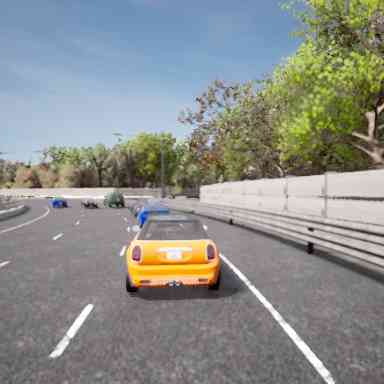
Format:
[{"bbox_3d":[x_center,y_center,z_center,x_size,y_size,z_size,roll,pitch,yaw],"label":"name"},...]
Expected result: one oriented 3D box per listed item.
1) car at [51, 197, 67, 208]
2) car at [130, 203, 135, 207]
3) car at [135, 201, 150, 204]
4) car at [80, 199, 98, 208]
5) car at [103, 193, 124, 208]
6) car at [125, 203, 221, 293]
[{"bbox_3d":[-19.625,1.470,48.907,1.882,1.535,5.008,0,0,-28],"label":"car"},{"bbox_3d":[-4.594,1.538,30.692,2.033,1.411,5.357,0,0,-16],"label":"car"},{"bbox_3d":[-2.560,1.471,22.019,1.882,1.535,5.008,0,0,-12],"label":"car"},{"bbox_3d":[-14.525,1.591,46.613,1.895,1.301,4.718,0,0,-25],"label":"car"},{"bbox_3d":[-11.365,1.210,48.153,2.150,2.045,5.566,0,0,-26],"label":"car"},{"bbox_3d":[-0.570,1.349,9.086,2.097,1.767,4.553,0,0,-5],"label":"car"}]
